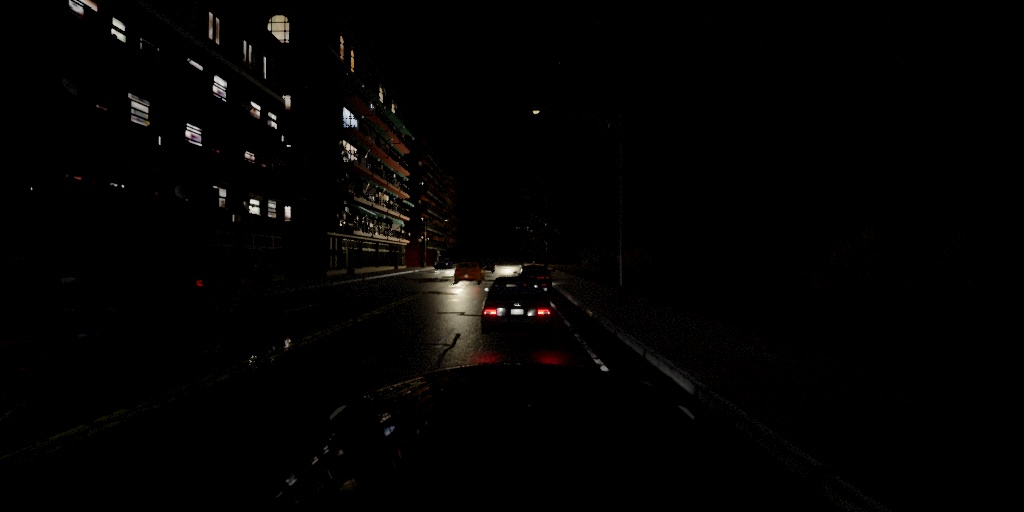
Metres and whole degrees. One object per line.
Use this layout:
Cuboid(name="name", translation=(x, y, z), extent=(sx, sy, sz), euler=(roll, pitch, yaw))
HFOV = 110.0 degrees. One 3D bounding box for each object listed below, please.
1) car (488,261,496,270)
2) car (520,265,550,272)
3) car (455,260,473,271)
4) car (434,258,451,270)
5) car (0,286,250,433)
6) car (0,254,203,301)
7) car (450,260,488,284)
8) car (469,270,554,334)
Cuboid(name="car", translation=(-3.076, 1.299, 44.268), extent=(2.033, 1.411, 5.357), euler=(0, 0, 1))
Cuboid(name="car", translation=(1.171, 1.257, 20.240), extent=(1.837, 1.490, 4.892), euler=(0, 0, 0))
Cuboid(name="car", translation=(-6.510, 1.255, 49.018), extent=(1.837, 1.490, 4.892), euler=(0, 0, 0))
Cuboid(name="car", translation=(-9.753, 1.102, 51.296), extent=(2.097, 1.767, 4.553), euler=(0, 0, 0))
Cuboid(name="car", translation=(-6.594, 1.351, 5.472), extent=(1.895, 1.301, 4.718), euler=(0, 0, 0))
Cuboid(name="car", translation=(-9.842, 0.972, 7.880), extent=(2.150, 2.045, 5.566), euler=(0, 0, 0))
Cuboid(name="car", translation=(-3.105, 1.230, 26.905), extent=(1.882, 1.535, 5.008), euler=(0, 0, 0))
Cuboid(name="car", translation=(0.117, 1.299, 10.551), extent=(2.033, 1.411, 5.357), euler=(0, 0, 0))
